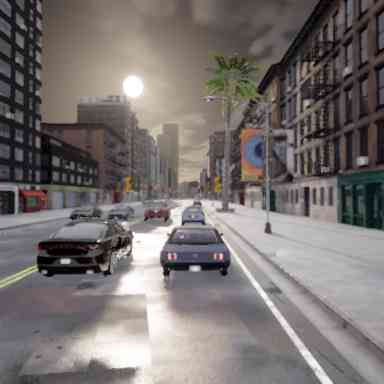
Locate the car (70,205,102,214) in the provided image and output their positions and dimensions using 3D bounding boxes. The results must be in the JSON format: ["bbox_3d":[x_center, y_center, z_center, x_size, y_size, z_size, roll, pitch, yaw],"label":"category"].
[{"bbox_3d":[-9.849,1.931,31.501,2.033,1.411,5.357,0,-1,0],"label":"car"}]

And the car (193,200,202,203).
[{"bbox_3d":[1.136,2.404,71.654,1.812,1.442,4.674,0,-1,0],"label":"car"}]

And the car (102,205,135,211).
[{"bbox_3d":[-6.600,1.931,31.509,2.033,1.411,5.357,0,-1,0],"label":"car"}]

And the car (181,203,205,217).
[{"bbox_3d":[0.094,1.870,26.565,2.033,1.411,5.357,0,-1,0],"label":"car"}]

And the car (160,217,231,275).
[{"bbox_3d":[0.091,1.733,10.878,1.895,1.301,4.718,0,-1,0],"label":"car"}]

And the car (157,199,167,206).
[{"bbox_3d":[-6.502,2.362,72.523,1.812,1.442,4.674,0,-1,0],"label":"car"}]

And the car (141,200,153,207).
[{"bbox_3d":[-9.752,2.378,72.523,2.033,1.411,5.357,0,-1,0],"label":"car"}]

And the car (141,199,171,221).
[{"bbox_3d":[-3.154,1.732,31.280,2.097,1.767,4.553,0,-1,0],"label":"car"}]

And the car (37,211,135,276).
[{"bbox_3d":[-3.161,1.609,10.810,1.882,1.535,5.008,0,0,0],"label":"car"}]
